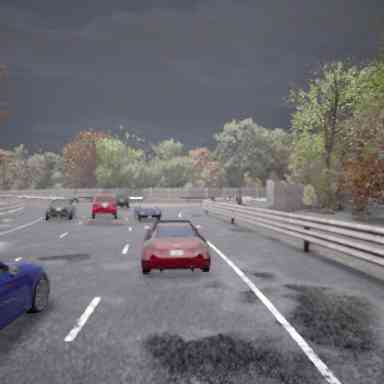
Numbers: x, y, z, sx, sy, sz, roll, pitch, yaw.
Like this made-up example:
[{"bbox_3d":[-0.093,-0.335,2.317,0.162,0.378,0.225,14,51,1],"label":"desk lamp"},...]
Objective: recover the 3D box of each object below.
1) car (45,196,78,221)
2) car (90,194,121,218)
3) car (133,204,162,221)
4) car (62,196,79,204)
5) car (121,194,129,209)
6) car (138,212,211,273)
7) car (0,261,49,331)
[{"bbox_3d":[-11.215,1.422,28.668,2.097,1.767,4.553,0,0,-15],"label":"car"},{"bbox_3d":[-8.109,1.281,30.683,2.150,2.045,5.566,0,0,-16],"label":"car"},{"bbox_3d":[-3.776,1.641,27.722,1.895,1.301,4.718,0,0,-14],"label":"car"},{"bbox_3d":[-26.179,1.668,71.778,1.837,1.490,4.892,0,0,-41],"label":"car"},{"bbox_3d":[-10.289,1.304,46.314,2.150,2.045,5.566,0,0,-25],"label":"car"},{"bbox_3d":[-0.606,1.576,10.783,1.994,1.385,4.181,0,0,-6],"label":"car"},{"bbox_3d":[-3.655,1.544,4.638,1.812,1.442,4.674,0,0,-2],"label":"car"}]
